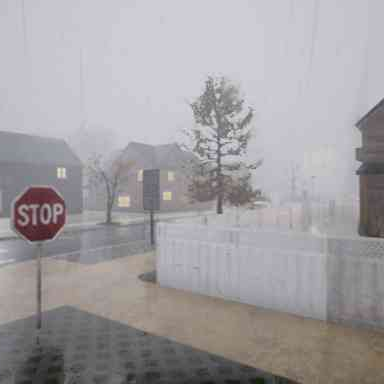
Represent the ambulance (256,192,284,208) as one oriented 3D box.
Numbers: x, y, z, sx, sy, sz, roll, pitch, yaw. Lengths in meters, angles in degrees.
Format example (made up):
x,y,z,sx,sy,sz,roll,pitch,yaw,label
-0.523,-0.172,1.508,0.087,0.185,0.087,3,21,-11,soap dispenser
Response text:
x,y,z,sx,sy,sz,roll,pitch,yaw,label
8.718,1.242,38.898,2.351,2.431,6.366,-1,-1,34,ambulance
